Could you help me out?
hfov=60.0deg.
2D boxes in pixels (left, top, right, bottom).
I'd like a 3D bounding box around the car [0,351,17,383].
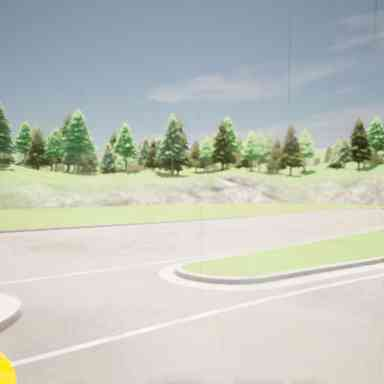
[{"bbox_3d":[-3.458,1.458,1.276,5.008,1.535,1.882,1,0,-35],"label":"car"}]
